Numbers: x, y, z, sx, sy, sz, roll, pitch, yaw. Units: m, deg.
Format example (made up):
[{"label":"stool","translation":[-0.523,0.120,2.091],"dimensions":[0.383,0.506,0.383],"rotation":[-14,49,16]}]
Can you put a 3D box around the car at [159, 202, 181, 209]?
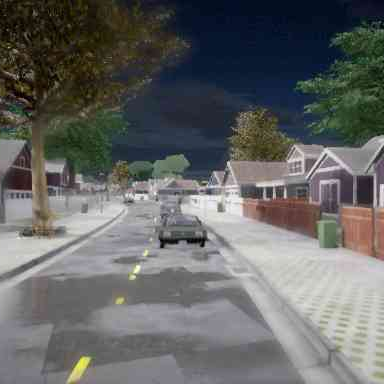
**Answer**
[{"label":"car","translation":[-1.916,1.577,29.767],"dimensions":[2.033,1.411,5.357],"rotation":[0,0,-7]}]

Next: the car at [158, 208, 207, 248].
[{"label":"car","translation":[-0.482,1.621,14.779],"dimensions":[1.895,1.301,4.718],"rotation":[0,0,-4]}]

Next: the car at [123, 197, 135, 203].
[{"label":"car","translation":[-12.991,1.647,68.240],"dimensions":[1.994,1.385,4.181],"rotation":[0,0,-17]}]
